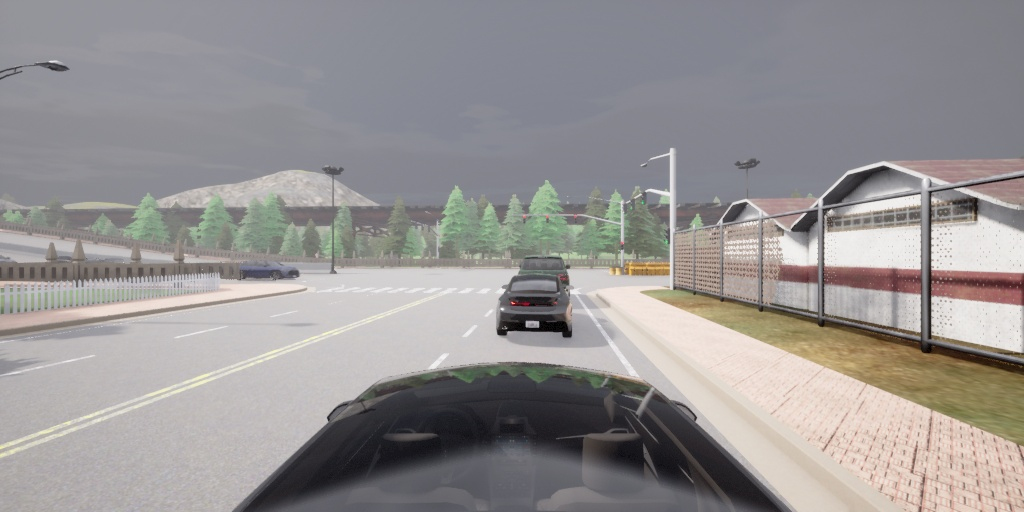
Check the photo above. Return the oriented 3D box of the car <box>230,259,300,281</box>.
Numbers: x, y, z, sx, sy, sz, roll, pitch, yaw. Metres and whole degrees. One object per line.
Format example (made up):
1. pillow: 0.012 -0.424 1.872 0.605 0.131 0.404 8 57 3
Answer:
1. car: -20.203 1.102 29.771 4.553 1.767 2.097 0 0 4

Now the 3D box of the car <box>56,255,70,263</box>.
1. car: -41.897 0.733 34.833 4.892 1.490 1.837 4 0 4

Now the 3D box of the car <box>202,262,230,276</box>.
1. car: -26.023 1.289 33.686 5.357 1.411 2.033 0 0 4

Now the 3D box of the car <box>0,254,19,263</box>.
1. car: -46.506 0.401 31.674 4.892 1.490 1.837 6 0 4

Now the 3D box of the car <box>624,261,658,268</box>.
1. car: 15.786 1.351 41.499 4.718 1.301 1.895 0 0 4

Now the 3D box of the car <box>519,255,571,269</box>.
1. car: 1.467 0.971 16.300 2.150 2.045 5.566 0 0 7

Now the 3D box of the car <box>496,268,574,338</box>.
1. car: 0.706 1.255 10.289 1.837 1.490 4.892 0 0 6

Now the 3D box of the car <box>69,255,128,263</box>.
1. car: -34.347 0.965 30.768 4.553 1.767 2.097 2 0 4
